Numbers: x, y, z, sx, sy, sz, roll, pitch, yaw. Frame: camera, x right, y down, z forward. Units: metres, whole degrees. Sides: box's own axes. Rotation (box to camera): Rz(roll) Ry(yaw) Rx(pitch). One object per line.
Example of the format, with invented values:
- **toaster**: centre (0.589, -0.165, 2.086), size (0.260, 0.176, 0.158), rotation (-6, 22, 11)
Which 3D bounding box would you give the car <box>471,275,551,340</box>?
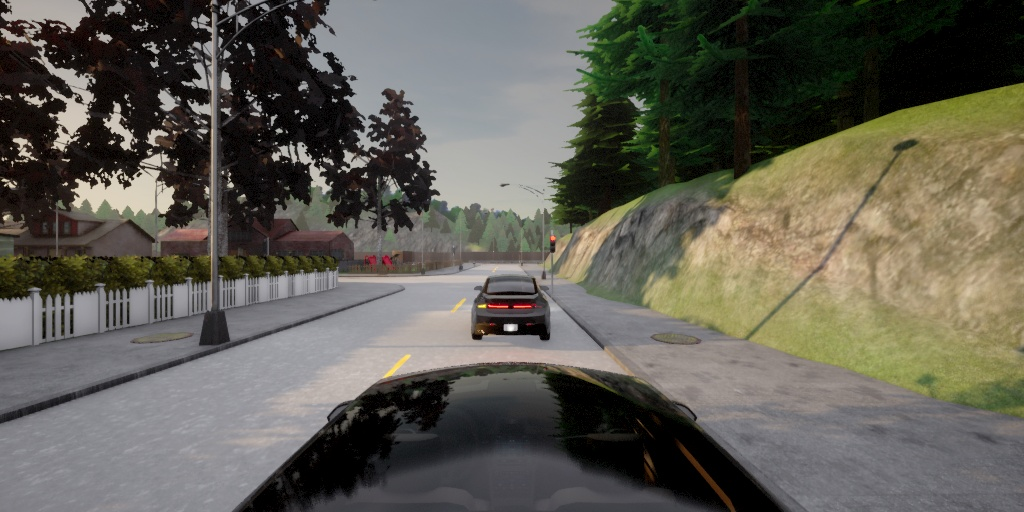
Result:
- **car**: centre (-0.019, 1.255, 9.947), size (1.837, 1.490, 4.892), rotation (0, 0, 0)
